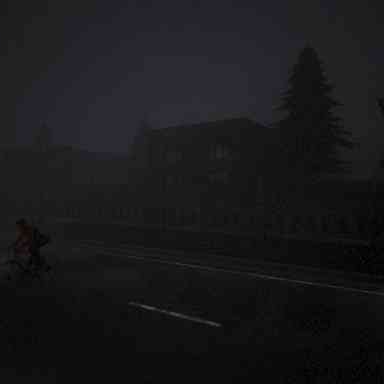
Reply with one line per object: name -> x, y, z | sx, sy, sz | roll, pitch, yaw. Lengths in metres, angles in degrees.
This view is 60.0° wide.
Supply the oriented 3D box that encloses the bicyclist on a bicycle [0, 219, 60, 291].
bicyclist on a bicycle -> -3.918, 1.453, 8.003 | 0.582, 1.620, 1.656 | 0, 1, 34
